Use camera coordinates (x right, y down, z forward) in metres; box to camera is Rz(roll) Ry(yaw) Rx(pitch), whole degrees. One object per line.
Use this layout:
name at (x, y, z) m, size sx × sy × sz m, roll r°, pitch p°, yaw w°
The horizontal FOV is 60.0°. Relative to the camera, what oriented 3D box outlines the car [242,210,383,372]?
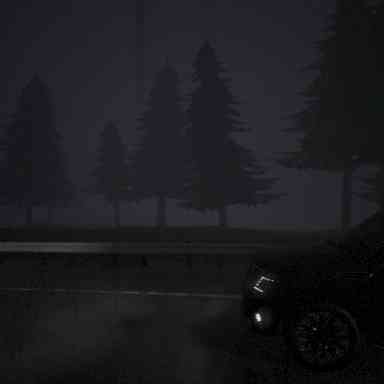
car at (3.537, 1.224, 4.834) m, size 5.566 × 2.045 × 2.150 m, roll 0°, pitch 0°, yaw 11°
